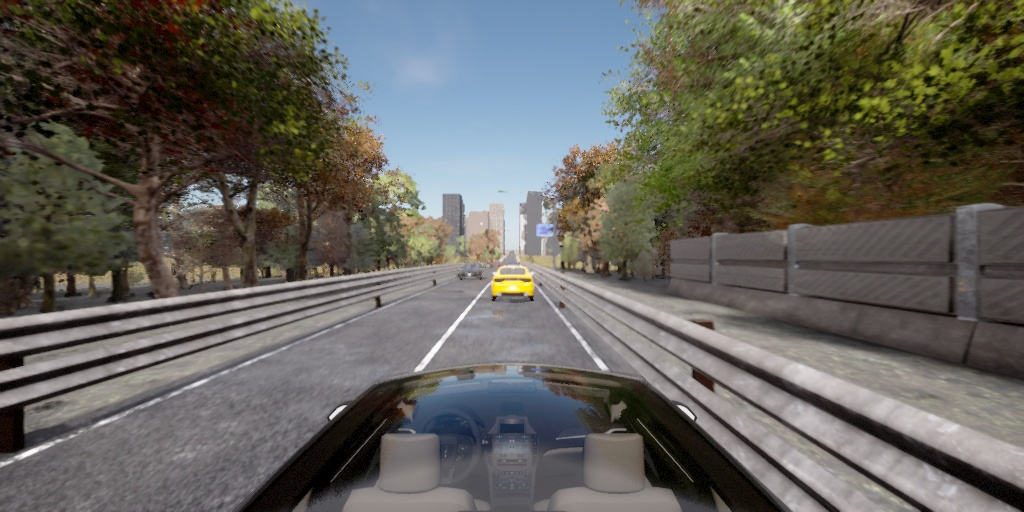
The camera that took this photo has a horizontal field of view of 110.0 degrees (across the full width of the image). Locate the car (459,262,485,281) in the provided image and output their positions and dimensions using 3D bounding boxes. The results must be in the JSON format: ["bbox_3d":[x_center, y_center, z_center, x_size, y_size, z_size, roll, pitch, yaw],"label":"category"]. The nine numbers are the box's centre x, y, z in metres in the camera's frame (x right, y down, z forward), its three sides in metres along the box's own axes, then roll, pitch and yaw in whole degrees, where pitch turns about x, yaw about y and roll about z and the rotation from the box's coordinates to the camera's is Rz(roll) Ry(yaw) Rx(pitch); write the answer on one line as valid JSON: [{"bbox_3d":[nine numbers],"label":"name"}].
[{"bbox_3d":[-3.335,1.283,30.477,1.837,1.490,4.892,0,0,0],"label":"car"}]

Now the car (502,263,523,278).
[{"bbox_3d":[0.088,1.389,36.273,1.994,1.385,4.181,0,-1,0],"label":"car"}]

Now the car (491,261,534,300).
[{"bbox_3d":[0.048,1.203,17.583,1.882,1.535,5.008,0,0,0],"label":"car"}]
